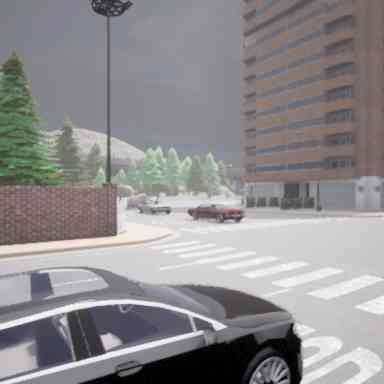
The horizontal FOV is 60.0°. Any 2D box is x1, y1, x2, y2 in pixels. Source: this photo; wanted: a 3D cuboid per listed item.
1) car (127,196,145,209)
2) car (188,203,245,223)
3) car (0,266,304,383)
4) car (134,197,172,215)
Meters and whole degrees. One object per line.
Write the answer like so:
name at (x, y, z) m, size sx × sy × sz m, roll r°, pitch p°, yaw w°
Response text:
car at (-7.280, 1.409, 42.520) m, size 1.812 × 1.442 × 4.674 m, roll 0°, pitch 0°, yaw -11°
car at (1.724, 1.494, 24.512) m, size 1.895 × 1.301 × 4.718 m, roll 0°, pitch 0°, yaw -35°
car at (-0.980, 1.489, 3.048) m, size 4.902 × 1.511 × 2.128 m, roll 0°, pitch 0°, yaw -35°
car at (-3.725, 1.493, 32.958) m, size 1.895 × 1.301 × 4.718 m, roll 0°, pitch 0°, yaw -30°
